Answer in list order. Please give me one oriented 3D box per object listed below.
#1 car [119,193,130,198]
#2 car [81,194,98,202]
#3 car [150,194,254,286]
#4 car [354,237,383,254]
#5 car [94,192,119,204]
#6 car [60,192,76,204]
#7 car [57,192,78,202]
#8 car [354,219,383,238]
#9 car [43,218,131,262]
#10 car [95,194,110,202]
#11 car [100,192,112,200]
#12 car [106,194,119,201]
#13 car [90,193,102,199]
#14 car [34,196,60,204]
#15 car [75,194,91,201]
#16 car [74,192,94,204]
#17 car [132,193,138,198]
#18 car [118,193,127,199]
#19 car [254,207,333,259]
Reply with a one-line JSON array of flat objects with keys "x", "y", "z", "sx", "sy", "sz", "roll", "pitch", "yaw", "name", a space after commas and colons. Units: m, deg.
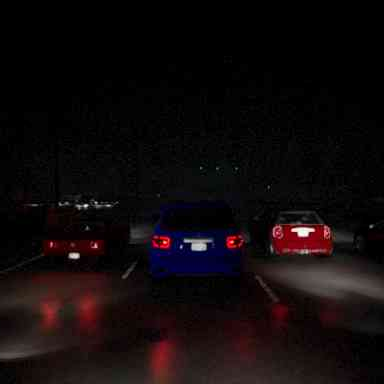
[{"x": -14.650, "y": 1.275, "z": 68.079, "sx": 2.033, "sy": 1.411, "sz": 5.357, "roll": 0, "pitch": 0, "yaw": -1, "name": "car"}, {"x": -21.680, "y": 1.257, "z": 70.847, "sx": 2.033, "sy": 1.411, "sz": 5.357, "roll": 0, "pitch": 0, "yaw": -1, "name": "car"}, {"x": 0.044, "y": 1.217, "z": 9.587, "sx": 2.150, "sy": 2.045, "sz": 5.566, "roll": 0, "pitch": 0, "yaw": -2, "name": "car"}, {"x": 3.594, "y": 1.492, "z": 2.660, "sx": 2.128, "sy": 1.511, "sz": 4.902, "roll": 0, "pitch": 0, "yaw": 0, "name": "car"}, {"x": -14.627, "y": 1.008, "z": 57.376, "sx": 2.150, "sy": 2.045, "sz": 5.566, "roll": 0, "pitch": 0, "yaw": -1, "name": "car"}, {"x": -21.609, "y": 0.998, "z": 59.424, "sx": 2.150, "sy": 2.045, "sz": 5.566, "roll": 0, "pitch": 0, "yaw": 0, "name": "car"}, {"x": -25.144, "y": 0.960, "z": 67.474, "sx": 2.150, "sy": 2.045, "sz": 5.566, "roll": 0, "pitch": 0, "yaw": -1, "name": "car"}, {"x": 7.021, "y": 1.486, "z": 10.584, "sx": 2.128, "sy": 1.511, "sz": 4.902, "roll": 0, "pitch": 0, "yaw": 0, "name": "car"}, {"x": -3.486, "y": 1.593, "z": 12.061, "sx": 1.895, "sy": 1.301, "sz": 4.718, "roll": 0, "pitch": 0, "yaw": 0, "name": "car"}, {"x": -18.145, "y": 1.258, "z": 67.632, "sx": 1.812, "sy": 1.442, "sz": 4.674, "roll": 0, "pitch": 0, "yaw": -1, "name": "car"}, {"x": -21.897, "y": 0.999, "z": 85.138, "sx": 2.097, "sy": 1.767, "sz": 4.553, "roll": 0, "pitch": 0, "yaw": -3, "name": "car"}, {"x": -18.243, "y": 1.187, "z": 76.835, "sx": 1.837, "sy": 1.490, "sz": 4.892, "roll": 0, "pitch": 0, "yaw": -1, "name": "car"}, {"x": -25.921, "y": 1.145, "z": 89.939, "sx": 2.128, "sy": 1.511, "sz": 4.902, "roll": 0, "pitch": 0, "yaw": -7, "name": "car"}, {"x": -25.101, "y": 1.336, "z": 57.089, "sx": 2.033, "sy": 1.411, "sz": 5.357, "roll": 0, "pitch": 0, "yaw": 0, "name": "car"}, {"x": -25.253, "y": 1.223, "z": 77.589, "sx": 2.033, "sy": 1.411, "sz": 5.357, "roll": 0, "pitch": 0, "yaw": -1, "name": "car"}, {"x": -18.110, "y": 1.278, "z": 57.473, "sx": 2.128, "sy": 1.511, "sz": 4.902, "roll": 0, "pitch": 0, "yaw": 0, "name": "car"}, {"x": -14.757, "y": 1.221, "z": 77.964, "sx": 2.033, "sy": 1.411, "sz": 5.357, "roll": 0, "pitch": 0, "yaw": -1, "name": "car"}, {"x": -19.038, "y": 1.091, "z": 91.225, "sx": 1.882, "sy": 1.535, "sz": 5.008, "roll": 0, "pitch": 0, "yaw": -7, "name": "car"}, {"x": 3.507, "y": 1.343, "z": 12.663, "sx": 2.097, "sy": 1.767, "sz": 4.553, "roll": 0, "pitch": 0, "yaw": 0, "name": "car"}]
